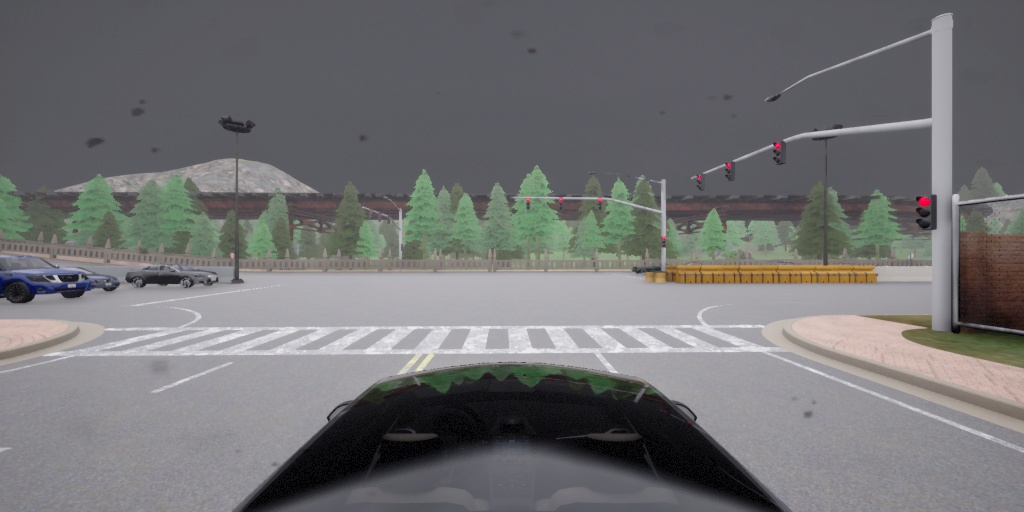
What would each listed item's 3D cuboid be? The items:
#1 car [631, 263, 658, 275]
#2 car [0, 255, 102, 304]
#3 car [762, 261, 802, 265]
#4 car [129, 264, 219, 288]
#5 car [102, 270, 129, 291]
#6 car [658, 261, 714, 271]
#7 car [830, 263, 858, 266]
[{"bbox_3d":[15.291,1.351,38.278,4.718,1.301,1.895,0,0,-2],"label":"car"},{"bbox_3d":[-22.379,0.967,15.886,5.566,2.045,2.150,0,0,-2],"label":"car"},{"bbox_3d":[28.587,1.241,38.694,4.902,1.511,2.128,0,0,-2],"label":"car"},{"bbox_3d":[-21.597,1.235,22.919,4.902,1.511,2.128,0,0,-2],"label":"car"},{"bbox_3d":[-24.179,1.267,19.338,4.674,1.442,1.812,0,0,-2],"label":"car"},{"bbox_3d":[15.876,1.228,31.294,5.008,1.535,1.882,0,0,-2],"label":"car"},{"bbox_3d":[28.982,1.313,31.703,4.181,1.385,1.994,0,0,-2],"label":"car"}]
